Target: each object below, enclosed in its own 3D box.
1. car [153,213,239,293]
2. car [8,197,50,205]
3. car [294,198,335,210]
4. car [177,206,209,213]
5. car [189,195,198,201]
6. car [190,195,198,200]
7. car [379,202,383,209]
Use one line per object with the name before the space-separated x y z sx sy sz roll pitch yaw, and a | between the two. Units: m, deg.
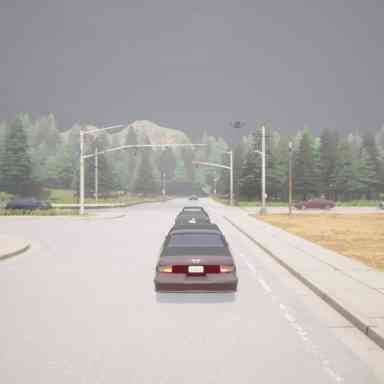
car | 0.084 1.537 8.947 2.033 1.411 5.357 0 0 0
car | -18.042 1.387 37.115 4.553 1.767 2.097 0 0 1
car | 14.762 1.440 40.185 4.674 1.442 1.812 0 0 1
car | 0.065 1.533 19.554 1.994 1.385 4.181 0 0 1
car | 0.257 1.468 81.837 1.895 1.301 4.718 0 0 2
car | 0.623 1.409 91.817 1.994 1.385 4.181 0 0 2
car | 25.040 1.404 39.990 4.674 1.442 1.812 0 0 1
